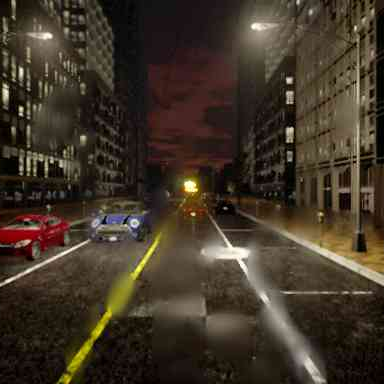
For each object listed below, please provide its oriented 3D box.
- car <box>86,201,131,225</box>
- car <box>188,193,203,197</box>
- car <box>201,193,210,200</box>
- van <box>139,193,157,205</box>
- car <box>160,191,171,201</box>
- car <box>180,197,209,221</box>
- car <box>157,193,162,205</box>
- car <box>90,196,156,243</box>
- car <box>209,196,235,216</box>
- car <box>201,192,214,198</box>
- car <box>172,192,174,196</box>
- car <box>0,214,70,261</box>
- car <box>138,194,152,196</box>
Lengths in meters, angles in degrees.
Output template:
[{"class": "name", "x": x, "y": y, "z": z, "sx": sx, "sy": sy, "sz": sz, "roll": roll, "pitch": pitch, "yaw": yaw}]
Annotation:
[{"class": "car", "x": -5.680, "y": 1.362, "z": 23.206, "sx": 2.008, "sy": 1.369, "sz": 4.403, "roll": 0, "pitch": 0, "yaw": 0}, {"class": "car", "x": 0.112, "y": 1.168, "z": 41.058, "sx": 1.837, "sy": 1.490, "sz": 4.892, "roll": 0, "pitch": 0, "yaw": 0}, {"class": "car", "x": 2.714, "y": 0.949, "z": 68.895, "sx": 1.752, "sy": 1.417, "sz": 4.829, "roll": 0, "pitch": 1, "yaw": 0}, {"class": "van", "x": -5.674, "y": 1.011, "z": 40.281, "sx": 1.690, "sy": 1.788, "sz": 3.998, "roll": 0, "pitch": 0, "yaw": 0}, {"class": "car", "x": -5.667, "y": 0.915, "z": 63.048, "sx": 1.967, "sy": 1.590, "sz": 4.097, "roll": 0, "pitch": 0, "yaw": 0}, {"class": "car", "x": 0.095, "y": 1.324, "z": 24.807, "sx": 1.812, "sy": 1.442, "sz": 4.674, "roll": 0, "pitch": 0, "yaw": 0}, {"class": "car", "x": -5.673, "y": 1.204, "z": 45.975, "sx": 1.802, "sy": 1.307, "sz": 4.206, "roll": 0, "pitch": 0, "yaw": 0}, {"class": "car", "x": -3.091, "y": 1.228, "z": 15.275, "sx": 2.097, "sy": 1.767, "sz": 4.553, "roll": 0, "pitch": 0, "yaw": 0}, {"class": "car", "x": 2.702, "y": 1.331, "z": 28.883, "sx": 1.947, "sy": 1.339, "sz": 4.313, "roll": 0, "pitch": 0, "yaw": 0}, {"class": "car", "x": 2.710, "y": 1.013, "z": 51.648, "sx": 1.967, "sy": 1.590, "sz": 4.097, "roll": 0, "pitch": 0, "yaw": 0}, {"class": "car", "x": -5.665, "y": 0.941, "z": 74.435, "sx": 1.947, "sy": 1.339, "sz": 4.313, "roll": 0, "pitch": 1, "yaw": 0}, {"class": "car", "x": -5.683, "y": 1.486, "z": 11.821, "sx": 1.802, "sy": 1.307, "sz": 4.206, "roll": 0, "pitch": 0, "yaw": 0}, {"class": "car", "x": -5.677, "y": 1.262, "z": 34.590, "sx": 1.887, "sy": 1.381, "sz": 4.507, "roll": 0, "pitch": 0, "yaw": 0}]
